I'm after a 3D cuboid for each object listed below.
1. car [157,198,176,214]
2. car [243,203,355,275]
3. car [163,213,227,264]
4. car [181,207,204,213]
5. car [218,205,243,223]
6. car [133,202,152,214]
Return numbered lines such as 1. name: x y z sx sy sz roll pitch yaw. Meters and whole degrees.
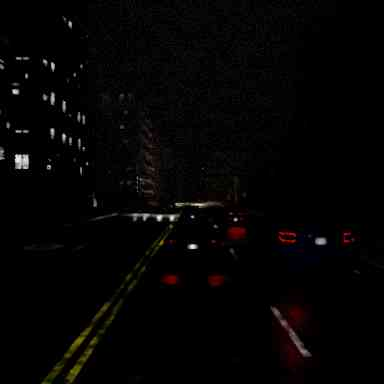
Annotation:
1. car: -3.275 1.749 43.283 2.150 2.045 5.566 0 -1 1
2. car: 3.281 1.356 11.083 2.150 2.045 5.566 0 0 1
3. car: 0.047 1.714 12.466 1.994 1.385 4.181 0 -1 1
4. car: 0.052 1.897 27.619 1.994 1.385 4.181 0 -1 1
5. car: 3.299 1.836 27.362 1.837 1.490 4.892 0 0 0
6. car: -6.516 2.085 44.220 2.033 1.411 5.357 0 -1 0
